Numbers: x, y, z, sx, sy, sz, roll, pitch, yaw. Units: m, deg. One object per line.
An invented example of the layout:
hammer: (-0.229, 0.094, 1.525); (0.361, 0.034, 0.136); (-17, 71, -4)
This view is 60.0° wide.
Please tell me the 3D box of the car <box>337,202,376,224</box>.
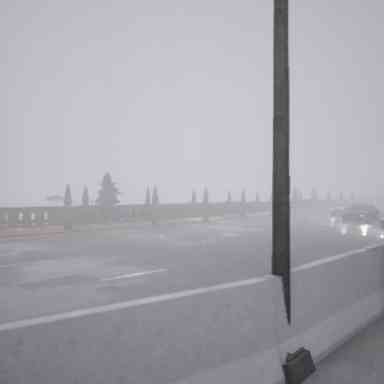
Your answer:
car: (13.895, 1.723, 27.197); (1.837, 1.490, 4.892); (0, -1, 43)

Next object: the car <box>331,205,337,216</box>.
car: (16.186, 1.803, 34.826); (1.812, 1.442, 4.674); (0, -1, 43)

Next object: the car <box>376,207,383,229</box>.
car: (14.104, 1.709, 22.267); (1.812, 1.442, 4.674); (0, -1, 43)
